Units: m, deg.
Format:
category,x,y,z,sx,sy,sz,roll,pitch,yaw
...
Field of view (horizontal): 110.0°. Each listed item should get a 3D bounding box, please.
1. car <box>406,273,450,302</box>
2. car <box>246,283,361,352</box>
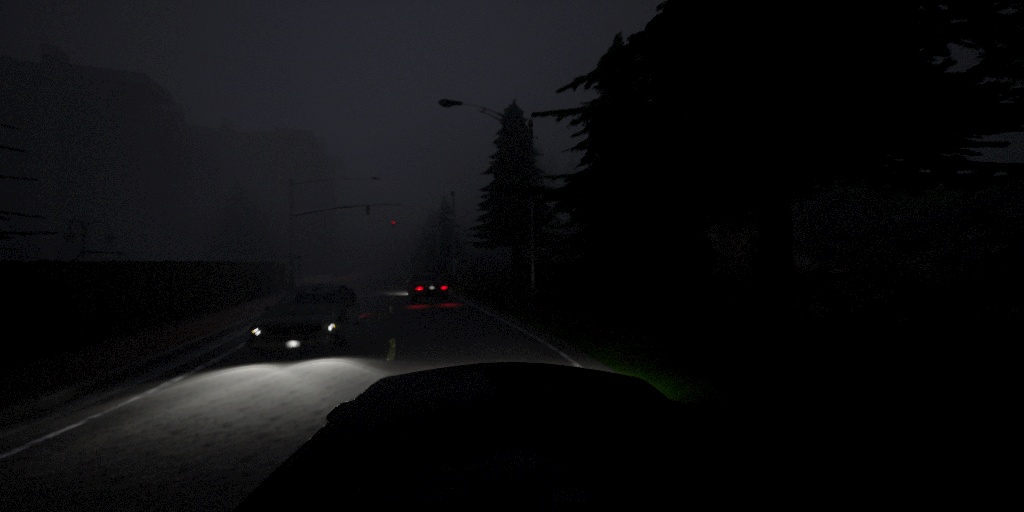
category,x,y,z,sx,sy,sz,roll,pitch,yaw
car,-4.625,1.607,19.456,2.033,1.411,5.357,-1,-1,-19
car,-5.336,1.486,9.967,2.033,1.411,5.357,-1,-1,-18
